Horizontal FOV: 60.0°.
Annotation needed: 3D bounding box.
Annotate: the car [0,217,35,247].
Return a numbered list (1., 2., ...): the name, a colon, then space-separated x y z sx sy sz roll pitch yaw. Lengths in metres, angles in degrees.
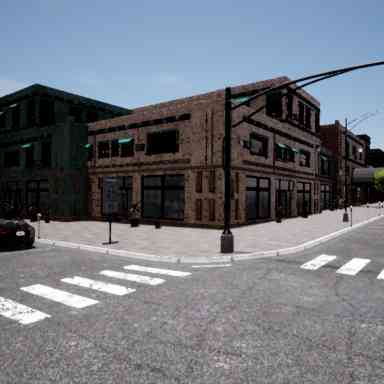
1. car: -8.853 1.800 15.259 4.313 1.339 1.947 -1 -1 38
